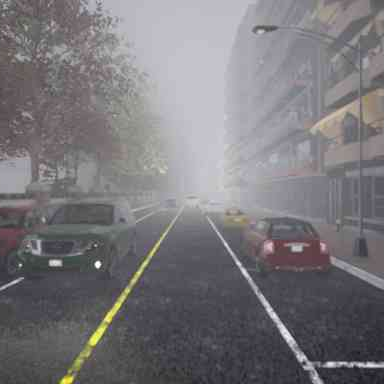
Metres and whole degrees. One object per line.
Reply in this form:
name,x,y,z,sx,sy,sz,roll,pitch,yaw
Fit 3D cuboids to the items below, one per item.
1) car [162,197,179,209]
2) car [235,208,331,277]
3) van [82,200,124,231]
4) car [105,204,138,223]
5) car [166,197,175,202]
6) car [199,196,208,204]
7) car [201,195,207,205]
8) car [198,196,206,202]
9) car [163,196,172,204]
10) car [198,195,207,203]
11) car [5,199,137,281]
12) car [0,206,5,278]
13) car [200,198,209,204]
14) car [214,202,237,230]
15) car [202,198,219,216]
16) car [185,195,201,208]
car,-3.082,1.761,50.418,1.837,1.490,4.892,0,0,0
car,2.689,1.488,10.441,1.967,1.590,4.097,0,0,0
van,-5.692,1.445,21.701,1.690,1.788,3.998,0,0,0
car,-5.693,1.715,27.330,1.802,1.307,4.206,0,0,0
car,-5.698,2.046,89.263,2.008,1.369,4.403,0,0,0
car,2.683,1.865,78.004,1.967,1.590,4.097,0,0,0
car,2.684,1.899,66.744,1.887,1.381,4.507,0,0,0
car,2.682,1.936,89.265,1.967,1.590,4.097,0,0,0
car,-5.698,1.865,78.002,1.967,1.590,4.097,0,0,0
car,2.681,1.775,83.635,2.192,1.841,5.009,0,0,0
car,-3.101,1.269,10.322,2.150,2.045,5.566,0,0,0
car,-5.690,1.363,10.441,2.192,1.841,5.009,0,0,0
car,2.683,1.934,72.374,1.887,1.381,4.507,0,0,0
car,2.689,1.630,21.872,1.752,1.417,4.829,0,0,0
car,2.350,1.701,35.354,1.812,1.442,4.674,0,0,0
car,-0.005,1.498,53.735,2.150,2.045,5.566,0,0,0
